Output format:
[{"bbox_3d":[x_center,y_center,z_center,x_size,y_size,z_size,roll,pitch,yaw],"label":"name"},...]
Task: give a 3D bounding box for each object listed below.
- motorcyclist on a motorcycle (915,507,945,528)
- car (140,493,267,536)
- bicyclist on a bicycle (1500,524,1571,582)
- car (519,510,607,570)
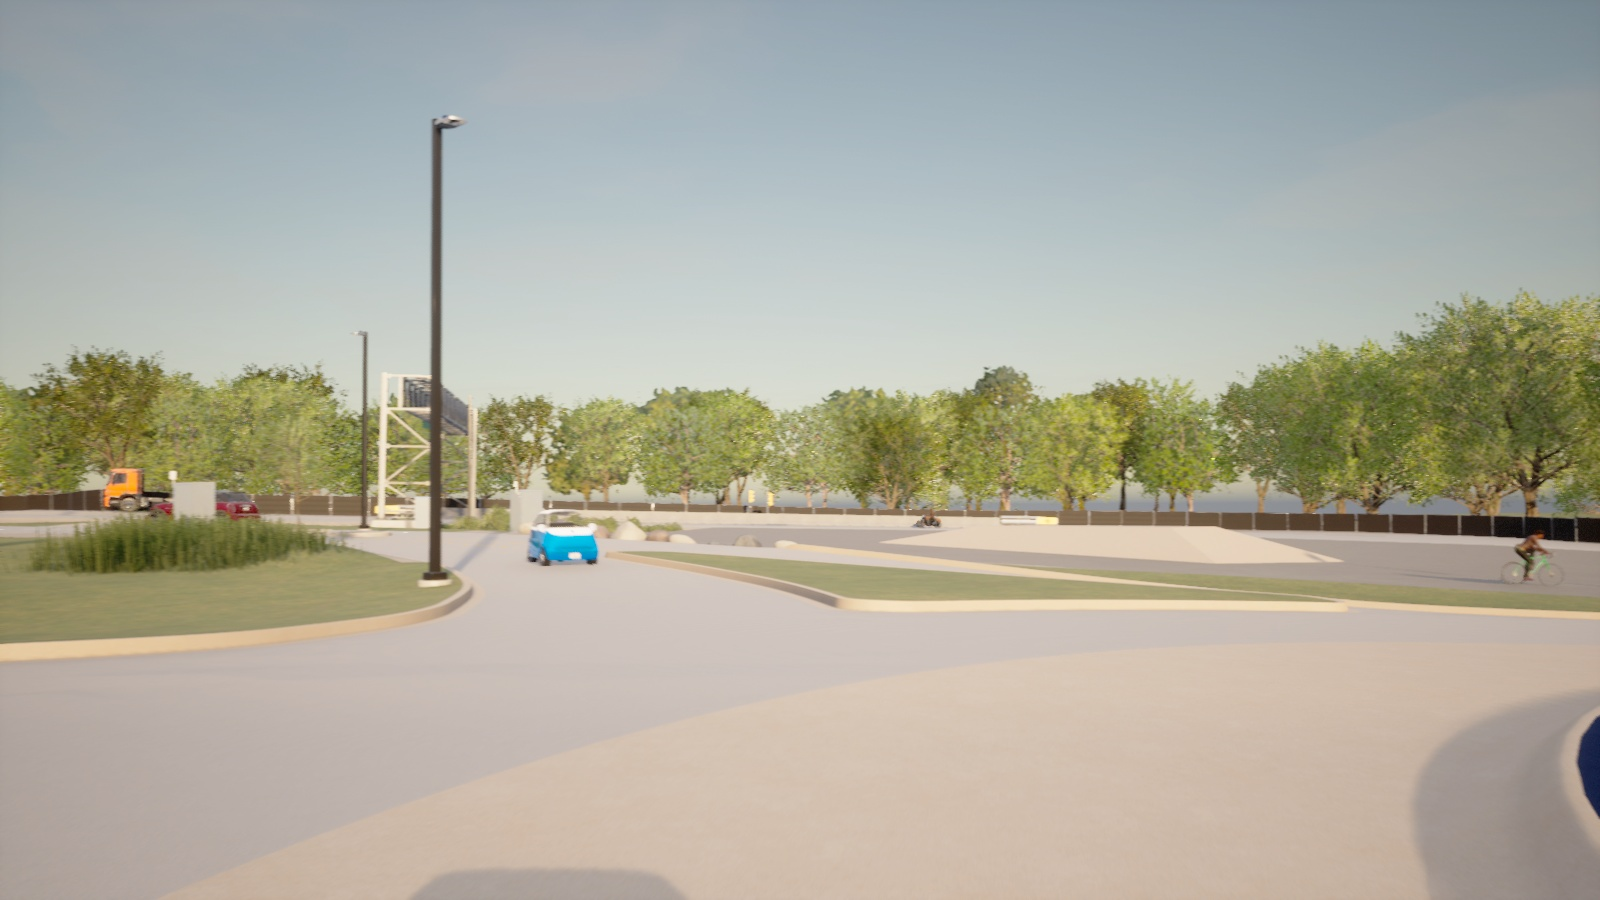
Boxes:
[{"bbox_3d":[10.157,5.255,97.951,2.350,1.649,0.766,2,-3,-30],"label":"motorcyclist on a motorcycle"},{"bbox_3d":[-25.243,2.691,53.154,4.553,1.767,2.097,-1,-2,15],"label":"car"},{"bbox_3d":[21.131,2.948,36.082,1.656,1.620,0.582,1,-3,12],"label":"bicyclist on a bicycle"},{"bbox_3d":[-5.940,2.210,31.360,1.481,1.376,2.207,1,-2,-31],"label":"car"}]
